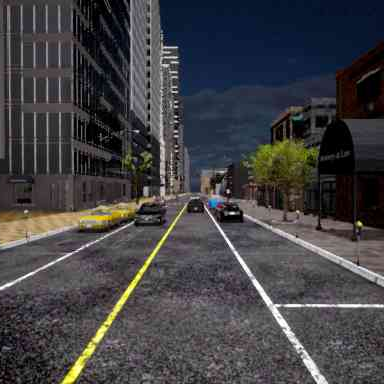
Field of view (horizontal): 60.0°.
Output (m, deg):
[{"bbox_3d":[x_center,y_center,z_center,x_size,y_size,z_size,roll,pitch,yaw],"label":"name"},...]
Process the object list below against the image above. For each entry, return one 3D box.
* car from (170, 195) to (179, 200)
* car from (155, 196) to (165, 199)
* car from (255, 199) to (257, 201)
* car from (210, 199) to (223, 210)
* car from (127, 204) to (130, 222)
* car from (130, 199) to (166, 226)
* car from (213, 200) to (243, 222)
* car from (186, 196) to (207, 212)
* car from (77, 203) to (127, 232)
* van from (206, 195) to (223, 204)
[{"bbox_3d":[-4.998,1.514,91.434,1.752,1.417,4.829,-1,0,1],"label":"car"},{"bbox_3d":[-5.210,1.432,53.657,1.967,1.590,4.097,-1,0,1],"label":"car"},{"bbox_3d":[17.233,1.412,76.699,5.009,1.841,2.192,1,0,1],"label":"car"},{"bbox_3d":[2.968,1.577,31.428,1.802,1.307,4.206,-1,0,1],"label":"car"},{"bbox_3d":[-5.466,1.522,25.813,1.752,1.417,4.829,-1,0,1],"label":"car"},{"bbox_3d":[-2.884,1.502,23.660,1.837,1.490,4.892,0,0,0],"label":"car"},{"bbox_3d":[2.916,1.562,25.894,1.947,1.339,4.313,-1,0,1],"label":"car"},{"bbox_3d":[0.438,1.499,37.995,1.837,1.490,4.892,0,0,1],"label":"car"},{"bbox_3d":[-5.517,1.522,20.279,1.752,1.417,4.829,-1,0,1],"label":"car"},{"bbox_3d":[3.066,1.335,42.496,1.690,1.788,3.998,-1,0,1],"label":"van"}]
